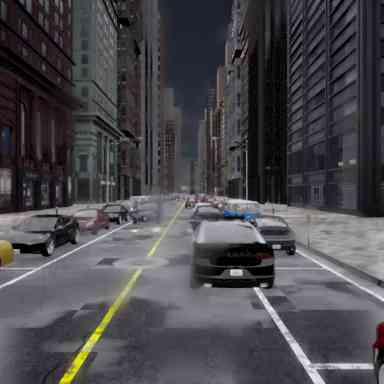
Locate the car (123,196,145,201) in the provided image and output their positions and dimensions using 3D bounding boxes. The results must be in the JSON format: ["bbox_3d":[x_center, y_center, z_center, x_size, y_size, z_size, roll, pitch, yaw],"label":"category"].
[{"bbox_3d":[-5.772,1.451,29.912,1.967,1.590,4.097,0,0,0],"label":"car"}]

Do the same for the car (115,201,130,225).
[{"bbox_3d":[-5.770,1.573,24.275,1.947,1.339,4.313,0,0,0],"label":"car"}]

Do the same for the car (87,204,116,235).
[{"bbox_3d":[-5.768,1.586,18.638,1.802,1.307,4.206,0,0,0],"label":"car"}]

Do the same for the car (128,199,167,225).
[{"bbox_3d":[-3.106,1.512,24.300,1.837,1.490,4.892,0,0,0],"label":"car"}]

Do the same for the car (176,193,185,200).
[{"bbox_3d":[-3.024,1.592,94.472,2.128,1.511,4.902,0,0,0],"label":"car"}]

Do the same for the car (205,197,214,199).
[{"bbox_3d":[2.752,1.567,35.566,2.008,1.369,4.403,0,0,0],"label":"car"}]

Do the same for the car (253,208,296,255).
[{"bbox_3d":[2.758,1.553,13.021,2.008,1.369,4.403,0,0,0],"label":"car"}]

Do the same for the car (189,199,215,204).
[{"bbox_3d":[0.843,1.535,25.204,1.812,1.442,4.674,0,0,0],"label":"car"}]

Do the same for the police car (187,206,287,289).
[{"bbox_3d":[0.898,1.426,9.316,1.930,1.638,5.238,0,0,0],"label":"police car"}]

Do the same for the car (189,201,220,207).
[{"bbox_3d":[0.895,1.510,19.206,1.837,1.490,4.892,0,0,0],"label":"car"}]

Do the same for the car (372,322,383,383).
[{"bbox_3d":[2.761,1.545,1.748,1.887,1.381,4.507,0,0,0],"label":"car"}]

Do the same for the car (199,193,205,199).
[{"bbox_3d":[2.745,1.355,58.111,2.192,1.841,5.009,0,0,0],"label":"car"}]

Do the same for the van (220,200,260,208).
[{"bbox_3d":[2.756,1.345,18.657,1.690,1.788,3.998,0,0,0],"label":"van"}]

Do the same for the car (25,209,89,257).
[{"bbox_3d":[-5.767,1.568,13.001,1.947,1.339,4.313,0,0,0],"label":"car"}]

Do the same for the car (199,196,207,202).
[{"bbox_3d":[2.740,1.601,80.826,1.752,1.417,4.829,0,0,0],"label":"car"}]

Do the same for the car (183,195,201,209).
[{"bbox_3d":[0.008,1.553,46.645,1.812,1.442,4.674,0,0,0],"label":"car"}]

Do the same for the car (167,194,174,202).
[{"bbox_3d":[-5.784,1.610,75.004,1.887,1.381,4.507,0,0,0],"label":"car"}]

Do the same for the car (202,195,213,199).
[{"bbox_3d":[2.749,1.572,46.838,1.887,1.381,4.507,0,0,0],"label":"car"}]

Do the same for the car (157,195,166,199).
[{"bbox_3d":[-5.778,1.348,52.457,2.192,1.841,5.009,0,0,0],"label":"car"}]

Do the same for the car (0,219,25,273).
[{"bbox_3d":[-5.765,1.526,7.195,1.752,1.417,4.829,0,0,0],"label":"car"}]

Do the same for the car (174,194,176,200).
[{"bbox_3d":[-5.787,1.651,86.277,1.947,1.339,4.313,0,0,0],"label":"car"}]

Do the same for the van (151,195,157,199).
[{"bbox_3d":[-5.775,1.362,41.185,1.690,1.788,3.998,0,0,0],"label":"van"}]

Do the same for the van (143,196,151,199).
[{"bbox_3d":[-5.774,1.357,35.548,1.690,1.788,3.998,0,0,0],"label":"van"}]
